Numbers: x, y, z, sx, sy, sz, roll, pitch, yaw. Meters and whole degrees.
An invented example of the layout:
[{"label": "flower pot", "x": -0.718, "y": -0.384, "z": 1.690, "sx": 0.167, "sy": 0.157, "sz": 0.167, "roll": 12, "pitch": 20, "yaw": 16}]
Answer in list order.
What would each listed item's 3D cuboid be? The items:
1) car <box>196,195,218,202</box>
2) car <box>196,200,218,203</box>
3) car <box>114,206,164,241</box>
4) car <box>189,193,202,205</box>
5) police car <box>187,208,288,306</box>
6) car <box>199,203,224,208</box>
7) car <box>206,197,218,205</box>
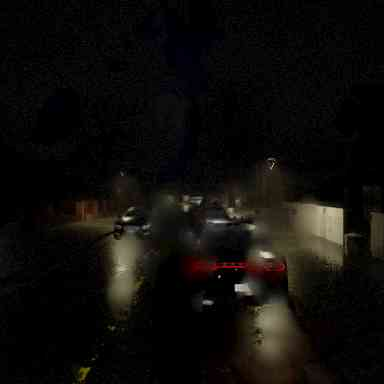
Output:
[{"label": "car", "x": 2.189, "y": 1.523, "z": 45.906, "sx": 2.128, "sy": 1.511, "sz": 4.902, "roll": 0, "pitch": 0, "yaw": 6}, {"label": "car", "x": 1.423, "y": 1.537, "z": 24.059, "sx": 1.812, "sy": 1.442, "sz": 4.674, "roll": 0, "pitch": 0, "yaw": 3}, {"label": "car", "x": -2.527, "y": 1.498, "z": 16.740, "sx": 2.128, "sy": 1.511, "sz": 4.902, "roll": 0, "pitch": 0, "yaw": 2}, {"label": "car", "x": 0.804, "y": 1.271, "z": 58.789, "sx": 2.150, "sy": 2.045, "sz": 5.566, "roll": 0, "pitch": 0, "yaw": 7}, {"label": "police car", "x": 0.896, "y": 1.427, "z": 8.247, "sx": 1.930, "sy": 1.638, "sz": 5.238, "roll": 0, "pitch": 0, "yaw": 1}, {"label": "car", "x": 1.166, "y": 1.533, "z": 18.090, "sx": 1.812, "sy": 1.442, "sz": 4.674, "roll": 0, "pitch": 0, "yaw": 2}, {"label": "car", "x": 3.757, "y": 1.651, "z": 61.064, "sx": 1.895, "sy": 1.301, "sz": 4.718, "roll": 0, "pitch": 0, "yaw": 7}]
